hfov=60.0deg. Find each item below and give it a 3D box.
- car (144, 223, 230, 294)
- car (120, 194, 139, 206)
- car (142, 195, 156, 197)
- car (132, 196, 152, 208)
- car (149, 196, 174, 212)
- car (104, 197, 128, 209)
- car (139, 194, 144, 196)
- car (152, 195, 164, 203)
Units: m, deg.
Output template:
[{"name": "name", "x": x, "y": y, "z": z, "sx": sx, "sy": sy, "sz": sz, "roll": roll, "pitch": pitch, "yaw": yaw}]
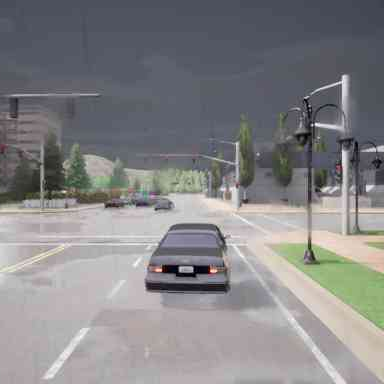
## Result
[{"name": "car", "x": 0.059, "y": 1.547, "z": 8.951, "sx": 2.033, "sy": 1.411, "sz": 5.357, "roll": 0, "pitch": 0, "yaw": 4}, {"name": "car", "x": -10.565, "y": 1.491, "z": 54.798, "sx": 2.128, "sy": 1.511, "sz": 4.902, "roll": 0, "pitch": 0, "yaw": 0}, {"name": "car", "x": -7.051, "y": 1.547, "z": 58.442, "sx": 2.033, "sy": 1.411, "sz": 5.357, "roll": 0, "pitch": 0, "yaw": 0}, {"name": "car", "x": -7.064, "y": 1.601, "z": 48.797, "sx": 1.895, "sy": 1.301, "sz": 4.718, "roll": 0, "pitch": 0, "yaw": 0}, {"name": "car", "x": -3.325, "y": 1.547, "z": 39.618, "sx": 2.033, "sy": 1.411, "sz": 5.357, "roll": 0, "pitch": 0, "yaw": 3}, {"name": "car", "x": -10.572, "y": 1.601, "z": 45.531, "sx": 1.895, "sy": 1.301, "sz": 4.718, "roll": 0, "pitch": 0, "yaw": 0}, {"name": "car", "x": -10.508, "y": 1.547, "z": 65.263, "sx": 2.033, "sy": 1.411, "sz": 5.357, "roll": 0, "pitch": 0, "yaw": 1}, {"name": "car", "x": -6.975, "y": 1.492, "z": 68.709, "sx": 2.128, "sy": 1.511, "sz": 4.902, "roll": 0, "pitch": 0, "yaw": 0}]
